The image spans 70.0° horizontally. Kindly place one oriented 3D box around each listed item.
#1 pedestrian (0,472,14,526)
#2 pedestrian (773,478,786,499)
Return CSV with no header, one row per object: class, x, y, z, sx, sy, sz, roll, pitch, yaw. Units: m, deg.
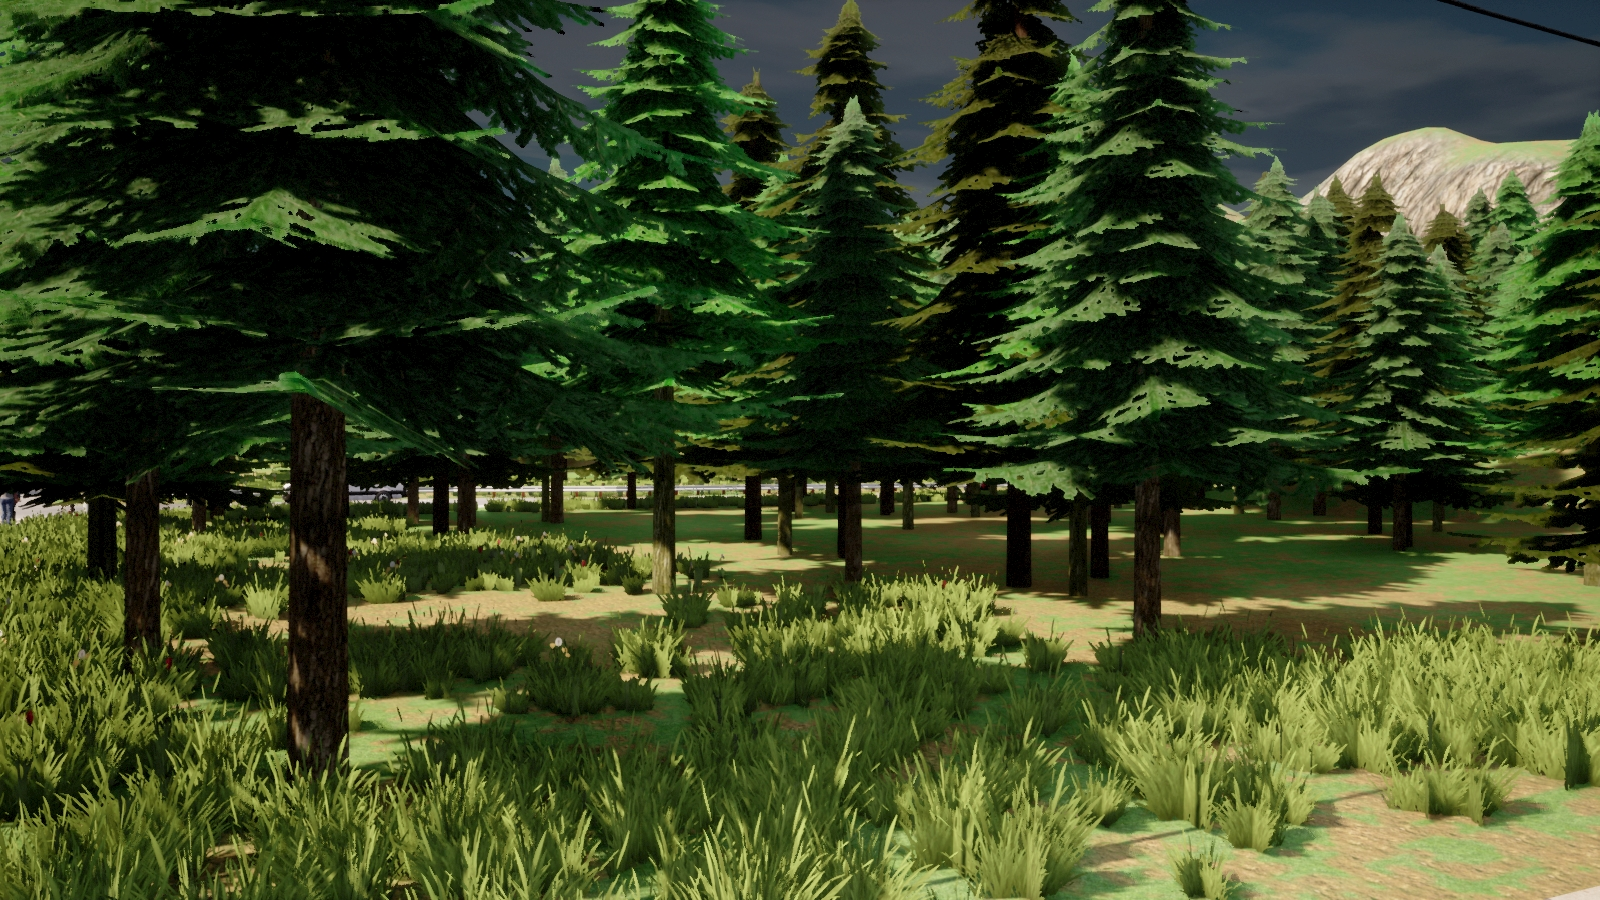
pedestrian,-27.441,1.694,39.520,0.375,1.860,0.375,0,0,-27
pedestrian,-1.096,2.050,60.932,0.500,1.100,0.500,0,0,-27
